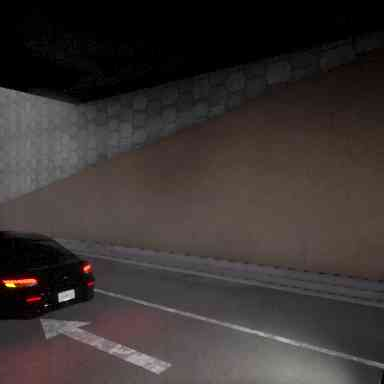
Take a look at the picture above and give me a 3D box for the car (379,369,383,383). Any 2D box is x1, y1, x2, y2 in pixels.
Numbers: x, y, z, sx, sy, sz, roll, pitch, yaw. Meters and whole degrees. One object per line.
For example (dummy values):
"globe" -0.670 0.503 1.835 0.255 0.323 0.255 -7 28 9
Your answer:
"car" 3.523 1.505 1.401 4.892 1.490 1.837 0 0 36

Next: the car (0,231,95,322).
"car" -3.918 1.526 6.768 4.674 1.442 1.812 0 0 36
